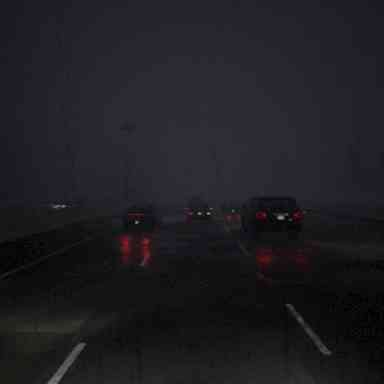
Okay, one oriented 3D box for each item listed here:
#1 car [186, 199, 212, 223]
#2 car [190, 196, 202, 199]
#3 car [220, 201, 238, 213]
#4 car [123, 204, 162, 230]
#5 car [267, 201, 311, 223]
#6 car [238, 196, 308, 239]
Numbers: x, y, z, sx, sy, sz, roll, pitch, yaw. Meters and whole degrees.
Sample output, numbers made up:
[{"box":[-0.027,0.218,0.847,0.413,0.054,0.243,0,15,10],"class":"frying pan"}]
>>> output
[{"box":[0.553,1.527,25.389,2.033,1.411,5.357,0,0,1],"class":"car"},{"box":[0.437,1.319,42.154,2.097,1.767,4.553,0,0,-2],"class":"car"},{"box":[4.112,1.571,35.692,1.895,1.301,4.718,0,0,-1],"class":"car"},{"box":[-3.019,1.476,20.917,2.128,1.511,4.902,0,0,1],"class":"car"},{"box":[7.572,1.523,26.561,2.033,1.411,5.357,0,0,1],"class":"car"},{"box":[3.923,1.206,17.212,2.150,2.045,5.566,0,0,1],"class":"car"}]
